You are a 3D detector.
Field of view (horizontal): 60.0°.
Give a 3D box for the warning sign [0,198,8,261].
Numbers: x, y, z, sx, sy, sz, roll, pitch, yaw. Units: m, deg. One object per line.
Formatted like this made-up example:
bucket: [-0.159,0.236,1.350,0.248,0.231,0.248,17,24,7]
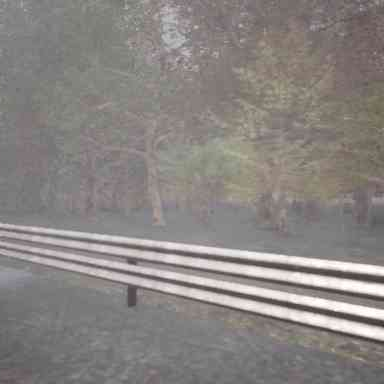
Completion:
warning sign: [-6.349,1.124,9.712,1.060,1.860,1.300,-2,0,36]
